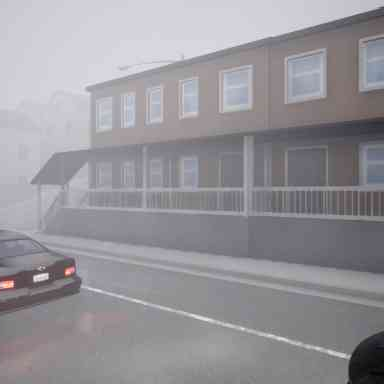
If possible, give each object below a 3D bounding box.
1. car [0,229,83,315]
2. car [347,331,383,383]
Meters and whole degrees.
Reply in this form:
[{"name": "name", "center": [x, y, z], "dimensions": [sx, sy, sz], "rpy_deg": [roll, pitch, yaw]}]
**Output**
[{"name": "car", "center": [-4.687, 1.547, 7.306], "dimensions": [5.357, 1.411, 2.033], "rpy_deg": [0, 0, 36]}, {"name": "car", "center": [3.438, 1.478, 1.536], "dimensions": [5.008, 1.535, 1.882], "rpy_deg": [0, 0, 35]}]
